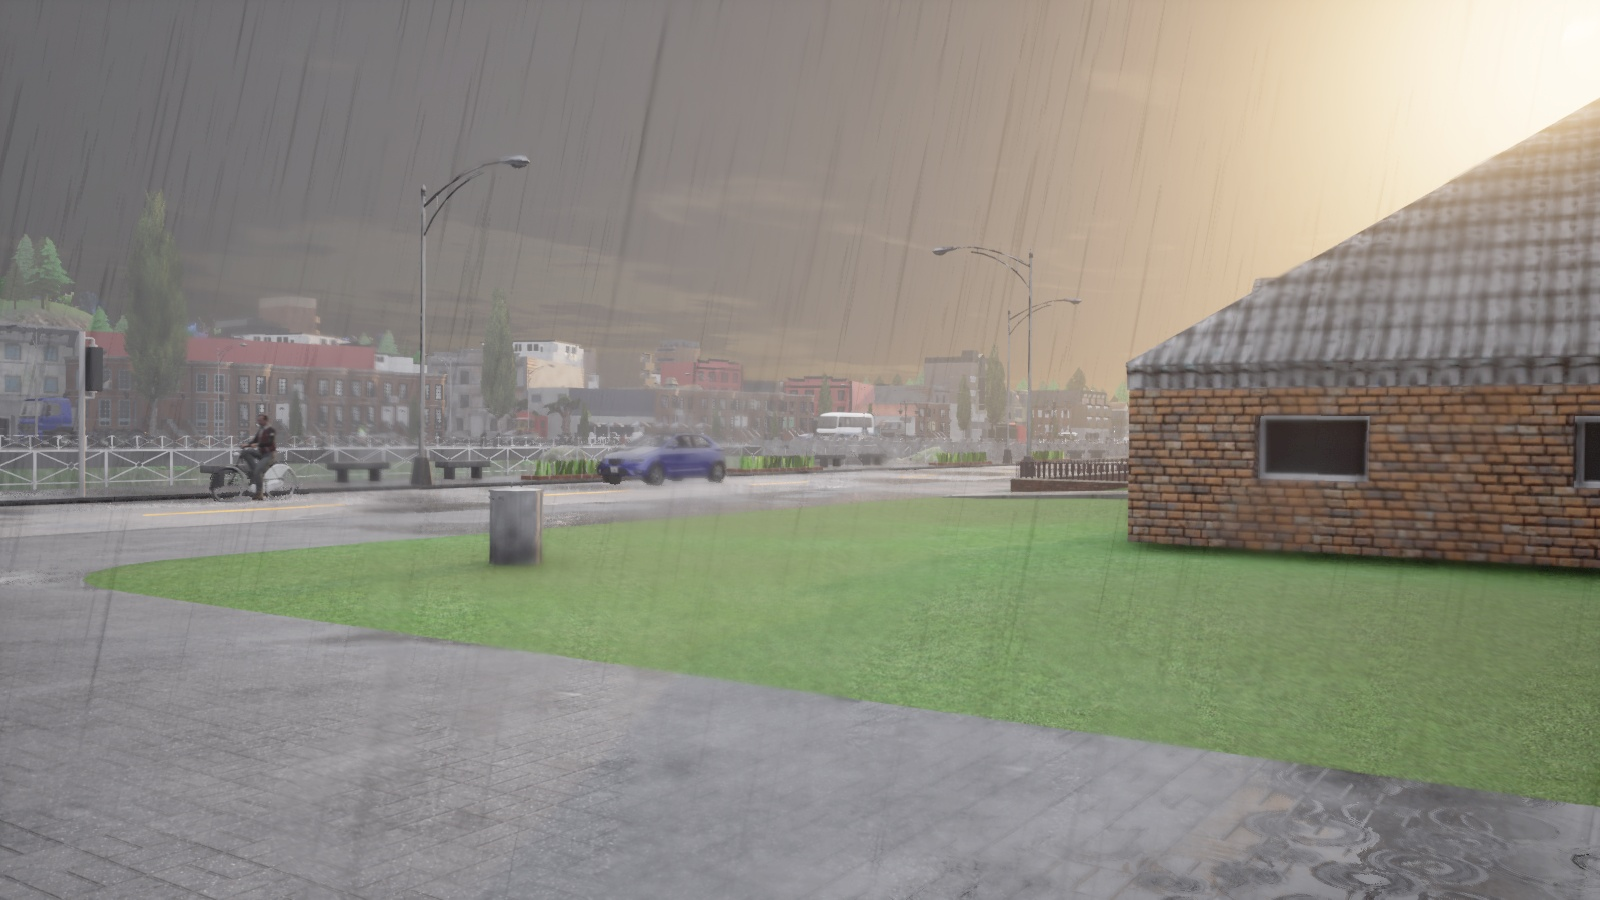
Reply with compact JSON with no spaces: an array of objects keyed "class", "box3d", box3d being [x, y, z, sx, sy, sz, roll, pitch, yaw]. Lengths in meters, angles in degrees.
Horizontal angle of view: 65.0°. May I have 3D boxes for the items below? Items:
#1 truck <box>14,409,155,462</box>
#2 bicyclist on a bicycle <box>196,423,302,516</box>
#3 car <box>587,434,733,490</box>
[{"class":"truck","box3d":[-48.961,-0.983,86.158,2.891,3.462,7.936,0,1,34]},{"class":"bicyclist on a bicycle","box3d":[-10.867,0.361,24.837,0.659,1.776,1.843,0,1,34]},{"class":"car","box3d":[-3.867,0.297,35.378,1.816,1.474,4.193,0,1,34]}]
